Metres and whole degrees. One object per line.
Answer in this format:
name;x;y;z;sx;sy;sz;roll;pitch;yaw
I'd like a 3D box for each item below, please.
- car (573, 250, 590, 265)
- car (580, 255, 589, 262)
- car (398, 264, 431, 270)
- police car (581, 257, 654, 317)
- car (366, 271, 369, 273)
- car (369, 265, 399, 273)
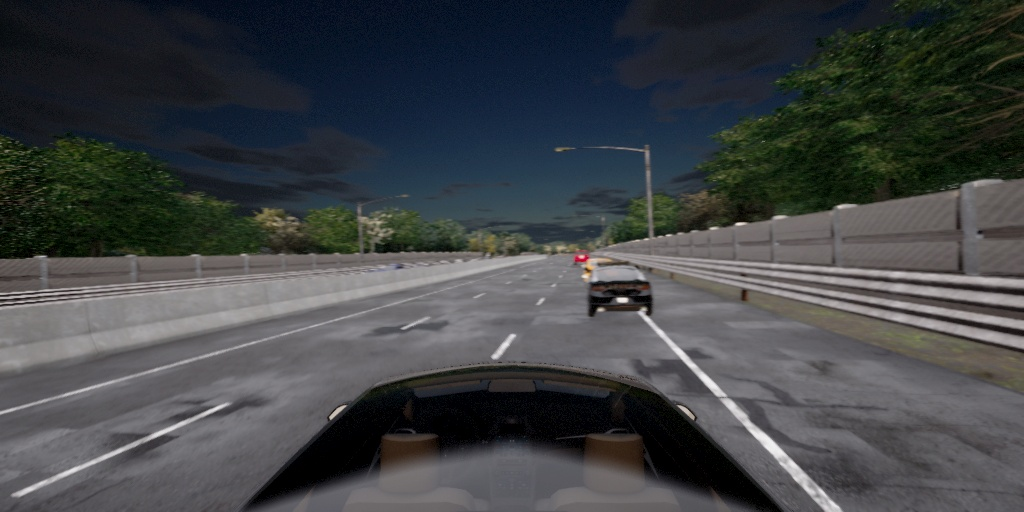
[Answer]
car;10.034;0.192;51.582;2.150;2.045;5.566;-3;1;11
car;5.380;0.901;22.092;1.882;1.535;5.008;-3;0;11
car;-10.091;1.669;40.031;2.033;1.411;5.357;-3;0;11
police car;3.499;0.975;12.384;1.930;1.638;5.238;-3;0;11
car;-16.259;2.008;44.881;1.895;1.301;4.718;-3;0;11
car;-13.535;1.774;40.652;1.882;1.535;5.008;-3;0;11
